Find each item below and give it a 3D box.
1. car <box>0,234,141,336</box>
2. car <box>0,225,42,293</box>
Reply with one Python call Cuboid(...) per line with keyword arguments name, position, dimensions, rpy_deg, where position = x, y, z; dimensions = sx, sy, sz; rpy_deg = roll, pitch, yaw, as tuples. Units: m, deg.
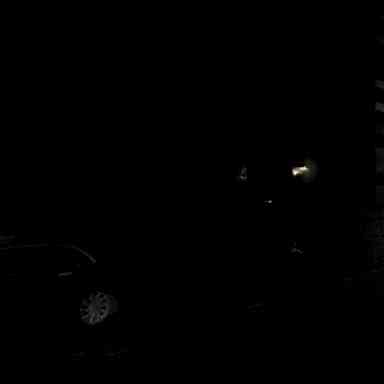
Cuboid(name="car", position=(-3.231, 1.505, 5.373), dimensions=(4.892, 1.490, 1.837), rpy_deg=(0, 0, -36))
Cuboid(name="car", position=(-6.065, 1.601, 7.345), dimensions=(4.718, 1.301, 1.895), rpy_deg=(0, 0, -35))
